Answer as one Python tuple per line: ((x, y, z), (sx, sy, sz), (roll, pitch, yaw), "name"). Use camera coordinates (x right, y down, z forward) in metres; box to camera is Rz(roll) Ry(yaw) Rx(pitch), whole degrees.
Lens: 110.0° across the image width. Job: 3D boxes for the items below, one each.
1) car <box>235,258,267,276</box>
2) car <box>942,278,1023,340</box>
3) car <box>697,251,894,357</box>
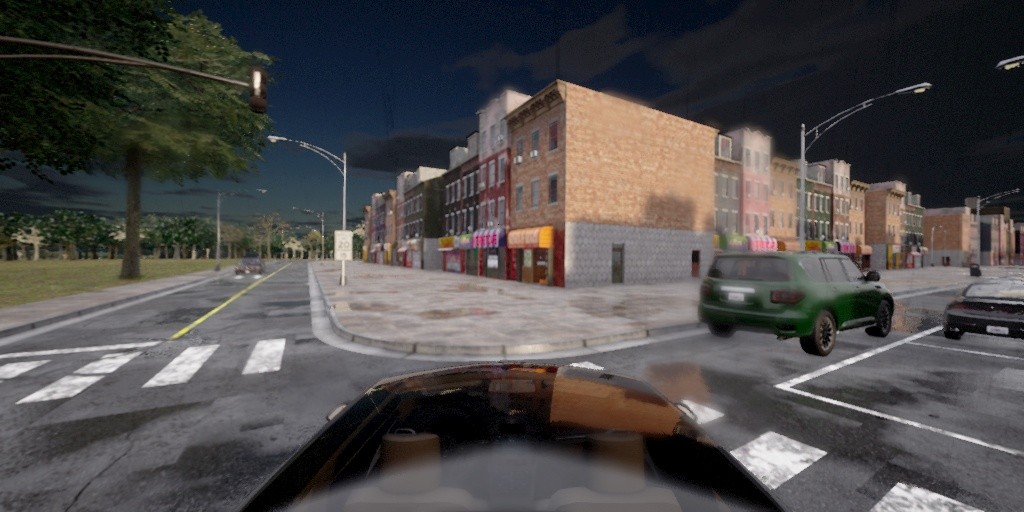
((-22.307, 0.883, 30.835), (2.033, 1.411, 5.357), (1, 0, -30), "car")
((11.636, 1.253, 8.300), (4.403, 1.370, 2.007), (0, 0, -30), "car")
((6.837, 0.917, 8.568), (5.566, 2.045, 2.150), (0, 0, -30), "car")
